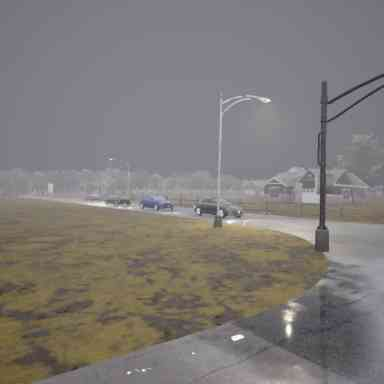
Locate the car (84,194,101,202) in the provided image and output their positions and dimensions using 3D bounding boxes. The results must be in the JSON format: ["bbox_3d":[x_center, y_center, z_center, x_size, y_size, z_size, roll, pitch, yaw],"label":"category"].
[{"bbox_3d":[-18.193,1.006,61.145,2.033,1.411,5.357,2,-1,-35],"label":"car"}]

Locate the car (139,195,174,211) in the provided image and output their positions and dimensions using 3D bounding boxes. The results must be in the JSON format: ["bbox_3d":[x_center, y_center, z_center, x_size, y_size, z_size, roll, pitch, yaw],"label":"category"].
[{"bbox_3d":[-3.735,1.083,34.622,1.882,1.535,5.008,2,0,-36],"label":"car"}]

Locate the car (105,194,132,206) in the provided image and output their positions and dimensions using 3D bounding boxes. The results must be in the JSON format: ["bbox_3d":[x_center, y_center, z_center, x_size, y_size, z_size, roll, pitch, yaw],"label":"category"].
[{"bbox_3d":[-9.526,1.108,42.775,1.895,1.301,4.718,2,-1,-35],"label":"car"}]

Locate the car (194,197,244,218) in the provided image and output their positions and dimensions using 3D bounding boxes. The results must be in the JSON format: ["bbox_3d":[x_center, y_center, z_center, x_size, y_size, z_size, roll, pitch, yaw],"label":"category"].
[{"bbox_3d":[2.061,1.226,26.476,1.837,1.490,4.892,2,0,-35],"label":"car"}]
